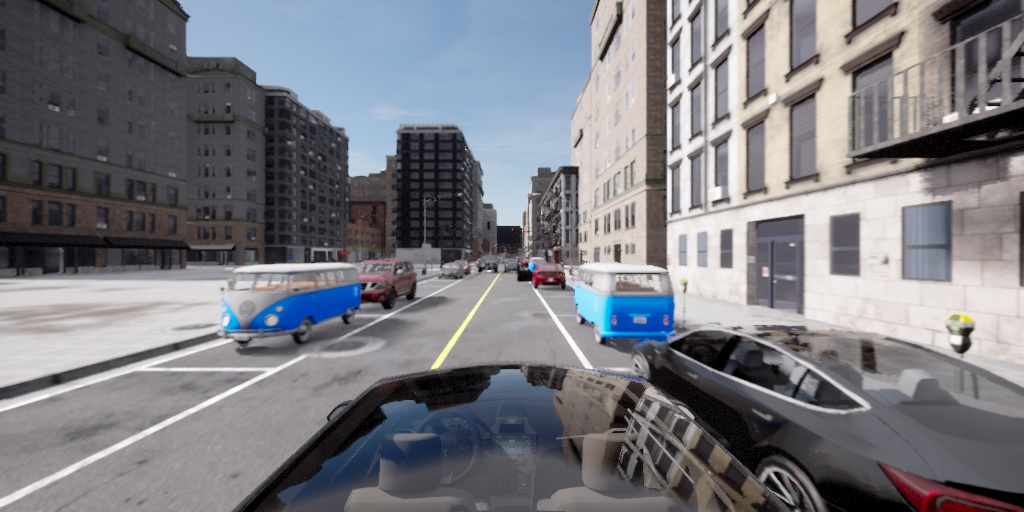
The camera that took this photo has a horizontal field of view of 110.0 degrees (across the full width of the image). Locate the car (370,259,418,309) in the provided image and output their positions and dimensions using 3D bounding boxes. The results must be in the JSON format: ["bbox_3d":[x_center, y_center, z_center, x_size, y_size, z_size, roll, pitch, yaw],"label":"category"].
[{"bbox_3d":[-5.389,1.055,14.920,2.192,1.841,5.009,0,0,0],"label":"car"}]

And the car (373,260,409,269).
[{"bbox_3d":[-17.807,1.214,53.015,4.718,1.301,1.895,0,0,0],"label":"car"}]

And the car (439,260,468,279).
[{"bbox_3d":[-5.390,1.276,31.960,2.007,1.370,4.403,0,0,0],"label":"car"}]

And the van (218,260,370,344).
[{"bbox_3d":[-5.389,1.085,9.240,1.690,1.789,3.998,0,0,0],"label":"van"}]

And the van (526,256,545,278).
[{"bbox_3d":[2.635,1.060,37.640,1.690,1.789,3.998,0,0,0],"label":"van"}]

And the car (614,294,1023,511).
[{"bbox_3d":[2.637,1.314,3.560,1.948,1.339,4.313,0,0,0],"label":"car"}]

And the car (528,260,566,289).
[{"bbox_3d":[2.234,1.211,23.037,1.882,1.535,5.008,0,0,0],"label":"car"}]

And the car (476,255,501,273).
[{"bbox_3d":[-2.761,0.940,42.580,2.150,2.045,5.566,0,0,0],"label":"car"}]

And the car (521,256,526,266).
[{"bbox_3d":[2.634,1.234,64.520,1.888,1.381,4.507,0,0,0],"label":"car"}]

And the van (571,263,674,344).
[{"bbox_3d":[2.636,1.085,9.240,1.690,1.789,3.998,0,0,0],"label":"van"}]

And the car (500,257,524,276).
[{"bbox_3d":[-0.001,1.206,41.624,2.128,1.511,4.902,0,0,0],"label":"car"}]

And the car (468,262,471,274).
[{"bbox_3d":[-5.390,1.159,37.640,1.967,1.591,4.097,0,0,0],"label":"car"}]
